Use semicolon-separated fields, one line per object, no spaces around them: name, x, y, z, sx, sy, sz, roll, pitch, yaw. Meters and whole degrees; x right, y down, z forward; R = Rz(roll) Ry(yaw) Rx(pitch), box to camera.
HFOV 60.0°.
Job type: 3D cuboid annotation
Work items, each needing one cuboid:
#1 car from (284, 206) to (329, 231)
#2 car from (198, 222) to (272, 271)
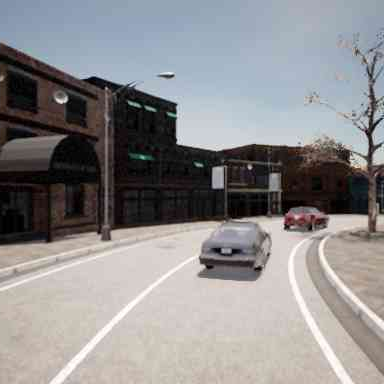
car;8.747;1.902;25.213;2.097;1.767;4.553;0;-1;39
car;1.717;1.764;11.781;2.033;1.411;5.357;0;-1;18
